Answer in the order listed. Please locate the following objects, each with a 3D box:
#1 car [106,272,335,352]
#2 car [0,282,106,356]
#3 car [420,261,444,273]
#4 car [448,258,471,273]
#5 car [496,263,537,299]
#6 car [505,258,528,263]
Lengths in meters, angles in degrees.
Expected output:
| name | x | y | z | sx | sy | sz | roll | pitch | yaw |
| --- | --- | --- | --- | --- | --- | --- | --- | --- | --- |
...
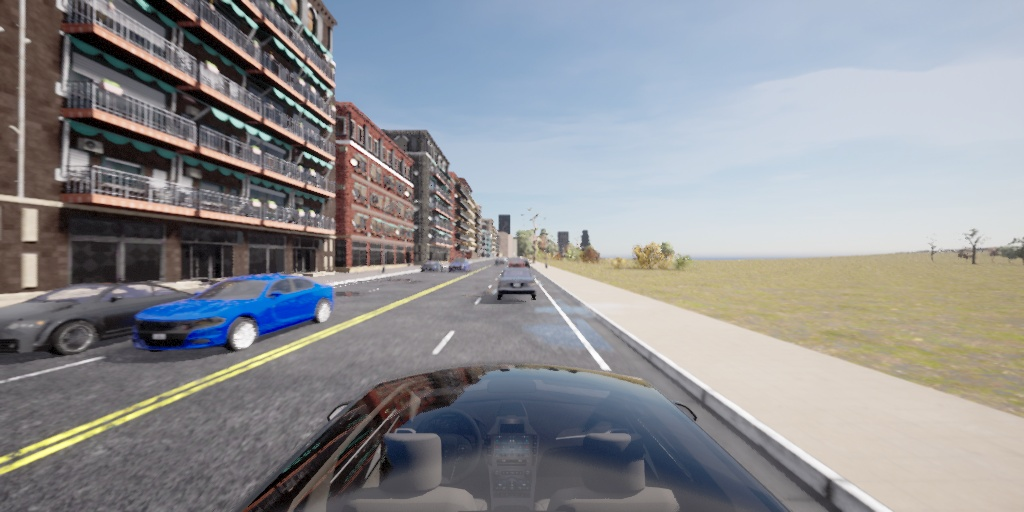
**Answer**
| name | x | y | z | sx | sy | sz | roll | pitch | yaw |
| --- | --- | --- | --- | --- | --- | --- | --- | --- | --- |
| car | -6.500 | 1.222 | 9.146 | 1.882 | 1.535 | 5.008 | 0 | 0 | 1 |
| car | -9.763 | 1.316 | 8.504 | 1.994 | 1.385 | 4.181 | 0 | 0 | 1 |
| car | -9.389 | 1.239 | 42.307 | 1.994 | 1.385 | 4.181 | 0 | 0 | 1 |
| car | -6.140 | 1.020 | 42.261 | 2.097 | 1.767 | 4.553 | 0 | 0 | 1 |
| car | 0.243 | 1.263 | 17.782 | 2.033 | 1.411 | 5.357 | 0 | 0 | 1 |
| car | 0.525 | 1.138 | 41.504 | 1.882 | 1.535 | 5.008 | 0 | 0 | 1 |
